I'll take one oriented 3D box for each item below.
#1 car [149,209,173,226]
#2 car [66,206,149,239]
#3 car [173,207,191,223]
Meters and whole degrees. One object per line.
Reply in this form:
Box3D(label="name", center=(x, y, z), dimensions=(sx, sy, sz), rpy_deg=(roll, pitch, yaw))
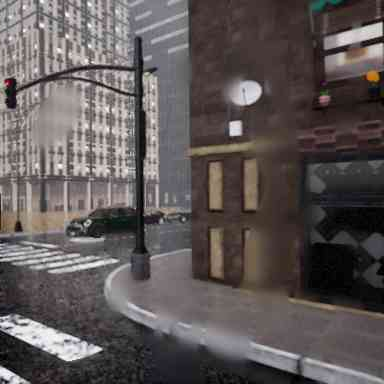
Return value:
Box3D(label="car", center=(-3.826, 2.012, 26.065), dimensions=(2.008, 1.369, 4.403), rpy_deg=(-2, -2, 35))
Box3D(label="car", center=(-5.053, 1.688, 19.630), dimensions=(2.097, 1.767, 4.553), rpy_deg=(-1, -2, 36))
Box3D(label="car", center=(-0.638, 2.094, 30.632), dimensions=(2.008, 1.369, 4.403), rpy_deg=(-2, -2, 35))
